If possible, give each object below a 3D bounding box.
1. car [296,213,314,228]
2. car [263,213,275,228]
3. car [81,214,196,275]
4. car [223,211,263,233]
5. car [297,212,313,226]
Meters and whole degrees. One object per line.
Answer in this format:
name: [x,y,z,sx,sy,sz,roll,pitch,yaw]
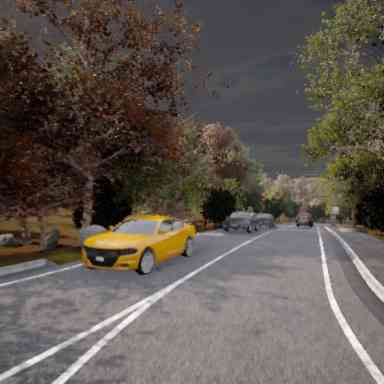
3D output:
car: [14.806,3.890,44.008,2.128,1.511,4.902,1,-4,20]
car: [7.705,3.034,35.320,1.837,1.490,4.892,1,-5,21]
car: [-1.464,1.515,10.919,1.882,1.535,5.008,1,-1,22]
car: [3.716,2.187,24.621,1.837,1.490,4.892,1,-4,21]
car: [18.208,4.395,53.392,2.150,2.045,5.566,1,-4,21]
